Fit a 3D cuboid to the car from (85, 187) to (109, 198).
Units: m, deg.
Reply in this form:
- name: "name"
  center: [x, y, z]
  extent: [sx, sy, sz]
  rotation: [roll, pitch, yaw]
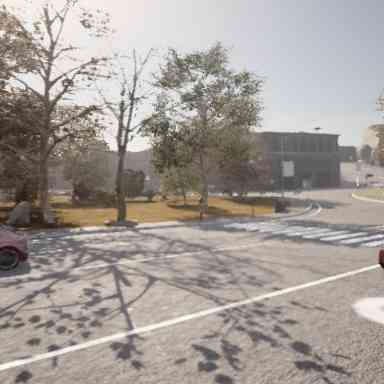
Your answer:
- name: "car"
  center: [-20.842, 0.103, 73.044]
  extent: [2.435, 2.045, 5.566]
  rotation: [0, 2, 17]

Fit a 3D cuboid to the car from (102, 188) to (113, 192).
- name: "car"
  center: [-16.095, 0.225, 69.500]
  extent: [2.185, 1.767, 4.553]
  rotation: [-1, 2, 17]

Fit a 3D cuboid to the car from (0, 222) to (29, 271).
- name: "car"
  center: [-6.958, 1.576, 9.453]
  extent: [4.181, 1.385, 1.994]
  rotation: [0, 0, -36]

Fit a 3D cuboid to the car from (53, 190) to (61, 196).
- name: "car"
  center: [-30.257, 0.251, 80.225]
  extent: [1.946, 1.575, 5.366]
  rotation: [0, 3, 18]

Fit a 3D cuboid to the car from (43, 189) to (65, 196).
- name: "car"
  center: [-34.848, 0.178, 84.111]
  extent: [2.097, 1.535, 5.008]
  rotation: [-1, 2, 19]

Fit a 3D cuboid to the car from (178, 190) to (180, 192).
- name: "car"
  center: [-1.742, 0.136, 58.887]
  extent: [2.231, 1.521, 4.892]
  rotation: [-1, 2, 16]

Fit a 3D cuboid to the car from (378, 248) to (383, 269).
- name: "car"
  center: [6.970, 1.587, 8.784]
  extent: [4.718, 1.301, 1.895]
  rotation: [0, 0, -36]

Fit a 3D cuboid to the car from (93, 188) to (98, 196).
- name: "car"
  center: [-18.473, 0.388, 71.245]
  extent: [2.163, 1.488, 4.792]
  rotation: [-1, 2, 17]

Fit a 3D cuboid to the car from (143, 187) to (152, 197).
- name: "car"
  center: [-6.563, -0.026, 62.400]
  extent: [2.435, 2.045, 5.566]
  rotation: [-2, 2, 16]

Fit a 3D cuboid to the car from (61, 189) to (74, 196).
- name: "car"
  center: [-27.886, 0.155, 78.528]
  extent: [2.185, 1.767, 4.553]
  rotation: [-1, 2, 18]

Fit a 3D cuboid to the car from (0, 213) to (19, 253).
- name: "car"
  center: [-8.906, 1.580, 12.363]
  extent: [4.181, 1.385, 1.994]
  rotation: [0, 0, -36]
